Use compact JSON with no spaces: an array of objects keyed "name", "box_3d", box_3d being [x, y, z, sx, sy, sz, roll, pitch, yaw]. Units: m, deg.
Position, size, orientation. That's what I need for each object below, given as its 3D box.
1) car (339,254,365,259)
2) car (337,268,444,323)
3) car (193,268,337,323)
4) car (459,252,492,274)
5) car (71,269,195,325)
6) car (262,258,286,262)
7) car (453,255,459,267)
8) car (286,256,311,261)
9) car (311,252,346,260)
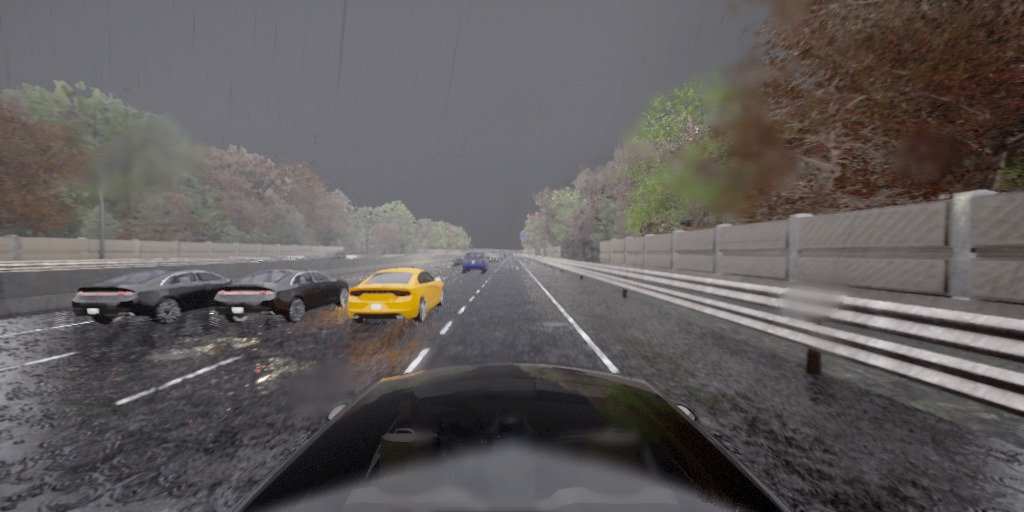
[{"name":"car","box_3d":[-21.024,0.828,49.078,2.033,1.411,5.357,0,1,1]},{"name":"car","box_3d":[-3.499,1.128,11.722,1.882,1.535,5.008,0,1,0]},{"name":"car","box_3d":[-7.000,1.144,11.583,2.128,1.511,4.902,0,1,0]},{"name":"car","box_3d":[-3.495,0.641,34.926,2.150,2.045,5.566,0,1,0]},{"name":"car","box_3d":[-10.503,1.146,11.419,2.128,1.511,4.902,0,1,0]},{"name":"car","box_3d":[-31.511,0.886,48.645,1.895,1.301,4.718,0,1,1]},{"name":"car","box_3d":[-6.989,0.770,50.716,1.837,1.490,4.892,0,1,0]},{"name":"car","box_3d":[-28.022,0.772,49.147,2.128,1.511,4.902,0,1,1]},{"name":"car","box_3d":[-24.522,0.500,48.976,2.150,2.045,5.566,0,1,1]}]
